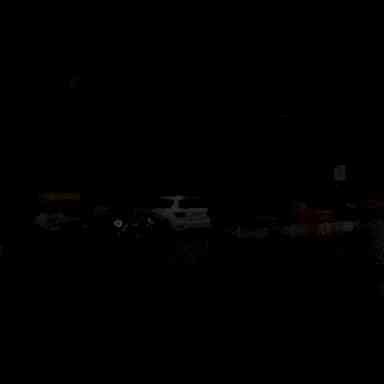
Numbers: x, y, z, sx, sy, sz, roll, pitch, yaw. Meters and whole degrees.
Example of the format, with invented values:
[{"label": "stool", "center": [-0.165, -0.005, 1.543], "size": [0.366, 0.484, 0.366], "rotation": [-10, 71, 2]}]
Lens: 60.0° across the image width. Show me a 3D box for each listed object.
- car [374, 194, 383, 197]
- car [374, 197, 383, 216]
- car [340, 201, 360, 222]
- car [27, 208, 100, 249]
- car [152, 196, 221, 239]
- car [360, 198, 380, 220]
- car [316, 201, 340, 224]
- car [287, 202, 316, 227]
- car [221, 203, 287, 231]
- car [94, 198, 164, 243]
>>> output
[{"label": "car", "center": [21.368, 1.278, 33.989], "size": [2.435, 2.045, 5.566], "rotation": [0, 0, -36]}, {"label": "car", "center": [16.824, 1.520, 30.787], "size": [2.097, 1.535, 5.008], "rotation": [0, 0, -36]}, {"label": "car", "center": [10.020, 1.533, 25.978], "size": [2.163, 1.488, 4.792], "rotation": [0, 0, -35]}, {"label": "car", "center": [-5.933, 1.520, 14.628], "size": [2.002, 1.452, 4.674], "rotation": [0, 0, -35]}, {"label": "car", "center": [-1.315, 1.231, 17.941], "size": [2.435, 2.045, 5.566], "rotation": [0, 0, -35]}, {"label": "car", "center": [12.200, 1.509, 27.495], "size": [2.097, 1.535, 5.008], "rotation": [0, 0, -35]}, {"label": "car", "center": [7.664, 1.495, 24.499], "size": [1.946, 1.575, 5.366], "rotation": [0, 0, -35]}, {"label": "car", "center": [5.520, 1.522, 22.716], "size": [2.163, 1.488, 4.792], "rotation": [0, 0, -35]}, {"label": "car", "center": [3.254, 1.518, 21.110], "size": [2.163, 1.488, 4.792], "rotation": [0, 0, -35]}, {"label": "car", "center": [-3.611, 1.356, 16.317], "size": [2.185, 1.767, 4.553], "rotation": [0, 0, -35]}]
